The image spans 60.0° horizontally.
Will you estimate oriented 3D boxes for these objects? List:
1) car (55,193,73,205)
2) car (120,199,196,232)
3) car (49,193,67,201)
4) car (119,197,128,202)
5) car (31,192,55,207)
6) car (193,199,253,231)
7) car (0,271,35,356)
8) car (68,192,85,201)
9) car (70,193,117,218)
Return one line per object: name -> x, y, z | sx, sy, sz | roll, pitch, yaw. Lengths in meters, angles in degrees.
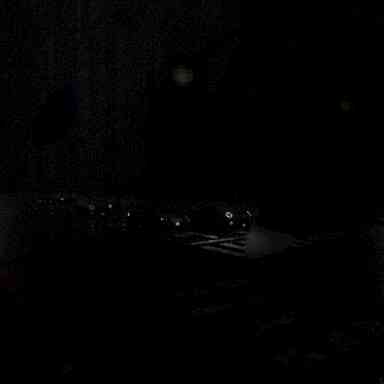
car -> -18.467, 0.976, 48.224 | 2.097, 1.767, 4.553 | -1, 1, -35
car -> -2.202, 1.425, 19.882 | 2.128, 1.511, 4.902 | -1, 1, -36
car -> -26.129, 0.984, 64.663 | 2.033, 1.411, 5.357 | -1, 1, -36
car -> -6.791, 1.263, 31.847 | 1.882, 1.535, 5.008 | -1, 1, -36
car -> -20.775, 1.184, 45.863 | 1.837, 1.490, 4.892 | -1, 0, -35
car -> 1.548, 1.253, 20.316 | 2.097, 1.767, 4.553 | -1, 1, -37
car -> -4.221, 1.545, 3.641 | 4.507, 1.381, 1.887 | 0, -1, -36
car -> -22.919, 0.875, 65.762 | 1.882, 1.535, 5.008 | -1, 1, -36
car -> -8.513, 1.201, 28.663 | 2.097, 1.767, 4.553 | -1, 1, -36
